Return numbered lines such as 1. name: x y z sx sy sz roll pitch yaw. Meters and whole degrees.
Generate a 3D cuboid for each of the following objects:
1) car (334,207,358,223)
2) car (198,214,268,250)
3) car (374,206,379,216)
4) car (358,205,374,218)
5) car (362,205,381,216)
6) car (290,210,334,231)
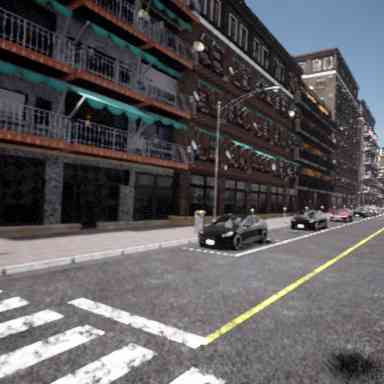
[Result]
1. car: 15.093 2.289 33.434 1.802 1.307 4.206 3 0 35
2. car: 1.990 1.676 14.974 1.947 1.339 4.313 3 0 35
3. car: 24.849 2.594 47.336 1.967 1.590 4.097 3 0 35
4. car: 21.593 2.571 42.702 1.947 1.339 4.313 3 0 35
5. car: 28.093 2.854 51.969 2.008 1.369 4.403 3 0 35
6. car: 8.596 1.976 24.171 1.947 1.339 4.313 3 0 35
